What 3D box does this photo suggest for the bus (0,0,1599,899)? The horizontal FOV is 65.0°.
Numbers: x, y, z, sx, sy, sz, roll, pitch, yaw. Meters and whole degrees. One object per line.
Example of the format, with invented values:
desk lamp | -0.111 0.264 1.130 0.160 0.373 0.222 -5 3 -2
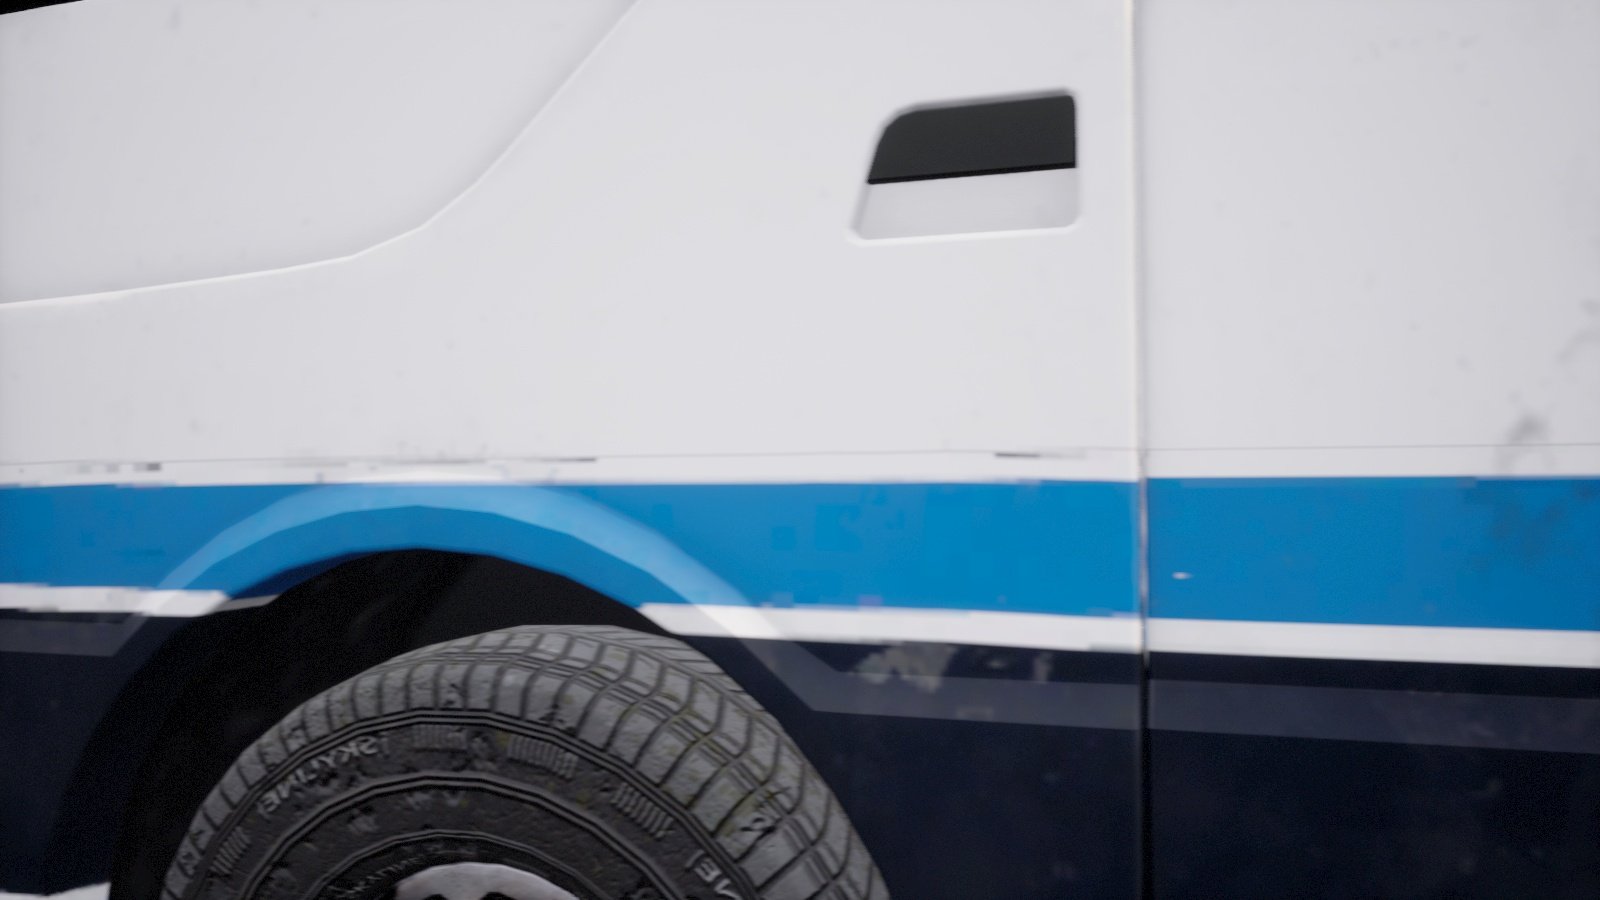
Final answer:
bus | 2.852 -0.575 2.213 10.273 4.253 3.944 0 1 19
